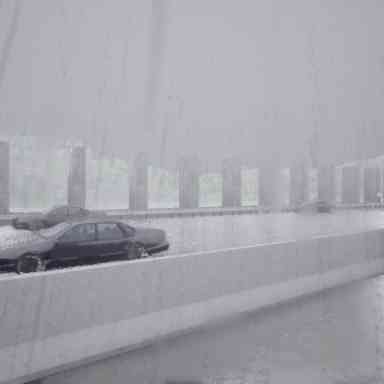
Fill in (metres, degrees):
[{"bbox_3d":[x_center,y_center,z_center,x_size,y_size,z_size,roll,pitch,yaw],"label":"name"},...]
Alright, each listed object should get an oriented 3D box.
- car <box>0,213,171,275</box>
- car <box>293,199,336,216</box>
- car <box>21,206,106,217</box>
[{"bbox_3d":[-3.298,1.547,10.177,5.357,1.411,2.033,0,0,-35],"label":"car"},{"bbox_3d":[12.063,1.502,32.591,4.892,1.490,1.837,-1,0,-32],"label":"car"},{"bbox_3d":[-7.724,1.547,19.874,5.357,1.411,2.033,0,0,-35],"label":"car"}]
